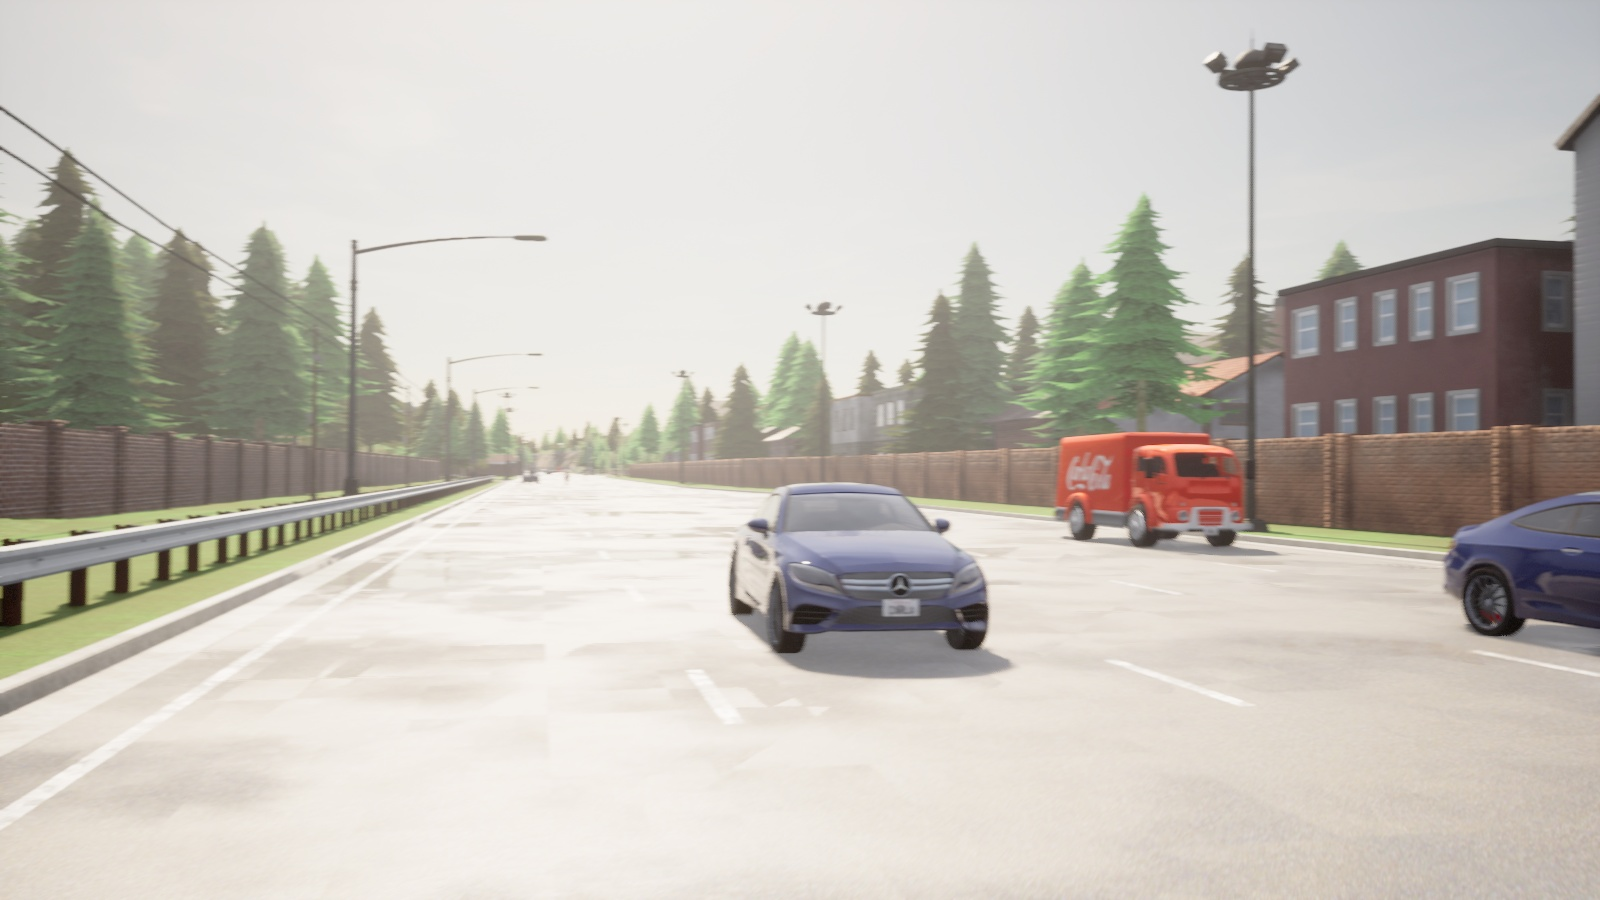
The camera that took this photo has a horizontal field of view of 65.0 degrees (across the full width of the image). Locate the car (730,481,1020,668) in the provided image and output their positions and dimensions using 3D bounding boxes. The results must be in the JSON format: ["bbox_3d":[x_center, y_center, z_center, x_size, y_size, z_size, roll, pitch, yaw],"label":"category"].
[{"bbox_3d":[0.494,1.051,12.441,1.812,1.442,4.674,0,-1,-10],"label":"car"}]

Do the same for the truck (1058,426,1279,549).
[{"bbox_3d":[8.052,0.802,28.128,2.627,2.467,5.204,0,-1,-11],"label":"truck"}]

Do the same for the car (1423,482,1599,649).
[{"bbox_3d":[7.926,1.027,11.123,1.812,1.442,4.674,0,-1,-11],"label":"car"}]
